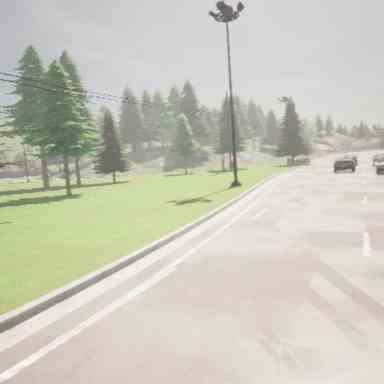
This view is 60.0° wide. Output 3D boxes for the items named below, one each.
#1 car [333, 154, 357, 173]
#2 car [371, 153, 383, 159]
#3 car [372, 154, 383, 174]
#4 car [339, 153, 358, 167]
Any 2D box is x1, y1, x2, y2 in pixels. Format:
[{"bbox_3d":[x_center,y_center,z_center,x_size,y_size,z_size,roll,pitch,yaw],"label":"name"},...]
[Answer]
[{"bbox_3d":[14.922,-2.758,32.574,2.128,1.511,4.902,-1,6,27],"label":"car"},{"bbox_3d":[21.506,-3.677,37.905,2.033,1.411,5.357,-1,6,28],"label":"car"},{"bbox_3d":[16.302,-2.268,27.685,1.895,1.301,4.718,-1,6,28],"label":"car"},{"bbox_3d":[20.574,-4.221,43.590,2.128,1.511,4.902,-1,6,27],"label":"car"}]
